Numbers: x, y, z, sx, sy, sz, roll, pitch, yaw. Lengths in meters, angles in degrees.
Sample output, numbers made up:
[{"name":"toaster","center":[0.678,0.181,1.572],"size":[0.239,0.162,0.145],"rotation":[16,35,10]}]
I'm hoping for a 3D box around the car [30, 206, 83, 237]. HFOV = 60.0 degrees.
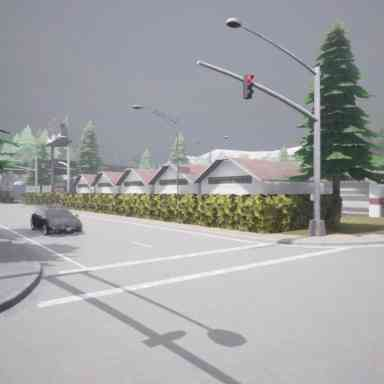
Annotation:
[{"name":"car","center":[-7.626,1.573,18.506],"size":[1.837,1.490,4.892],"rotation":[0,2,-38]}]
